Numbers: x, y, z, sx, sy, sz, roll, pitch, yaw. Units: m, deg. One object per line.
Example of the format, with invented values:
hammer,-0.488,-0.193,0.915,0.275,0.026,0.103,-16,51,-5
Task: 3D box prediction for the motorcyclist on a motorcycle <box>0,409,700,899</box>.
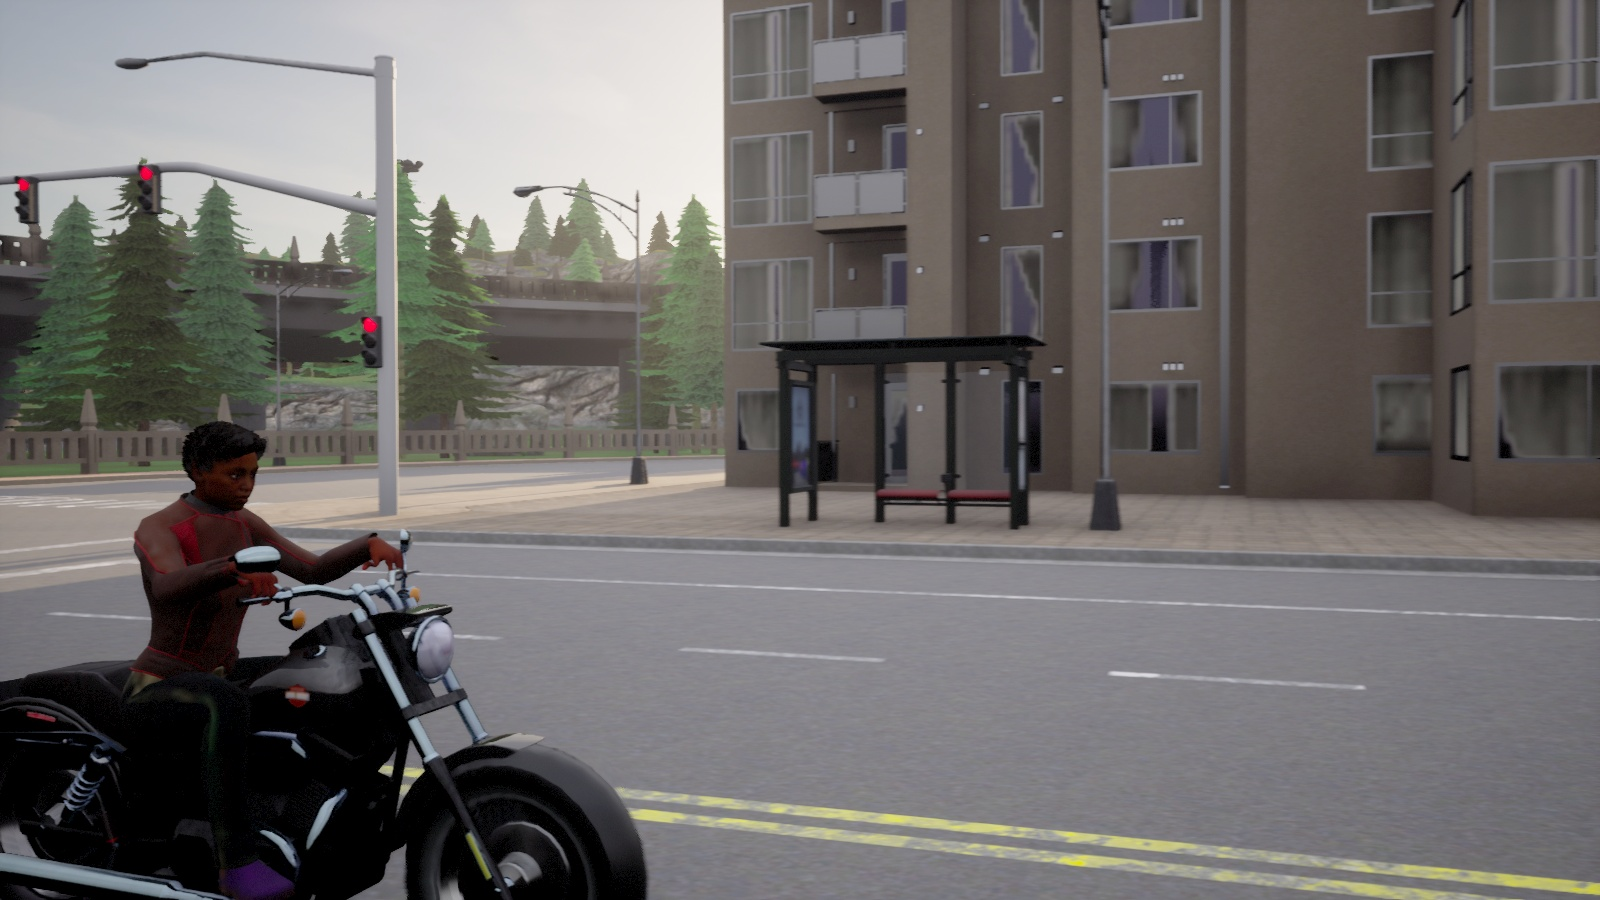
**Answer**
motorcyclist on a motorcycle,-1.534,0.712,3.709,2.350,1.649,0.766,1,1,19
